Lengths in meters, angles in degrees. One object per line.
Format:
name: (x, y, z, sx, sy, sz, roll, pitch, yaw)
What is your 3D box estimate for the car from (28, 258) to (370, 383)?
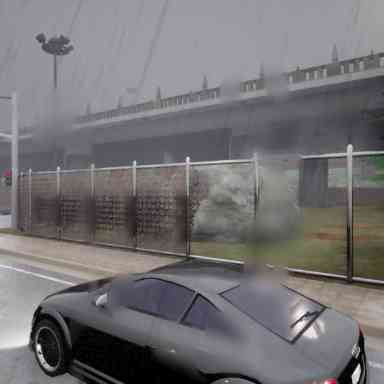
car: (-0.173, 1.564, 4.114, 4.181, 1.385, 1.994, 0, 0, 36)

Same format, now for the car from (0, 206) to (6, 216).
car: (-7.854, 1.221, 9.563, 5.566, 2.045, 2.150, 0, 0, 36)

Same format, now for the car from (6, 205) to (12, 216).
car: (-16.456, 1.562, 32.926, 1.837, 1.490, 4.892, 0, -1, 35)
